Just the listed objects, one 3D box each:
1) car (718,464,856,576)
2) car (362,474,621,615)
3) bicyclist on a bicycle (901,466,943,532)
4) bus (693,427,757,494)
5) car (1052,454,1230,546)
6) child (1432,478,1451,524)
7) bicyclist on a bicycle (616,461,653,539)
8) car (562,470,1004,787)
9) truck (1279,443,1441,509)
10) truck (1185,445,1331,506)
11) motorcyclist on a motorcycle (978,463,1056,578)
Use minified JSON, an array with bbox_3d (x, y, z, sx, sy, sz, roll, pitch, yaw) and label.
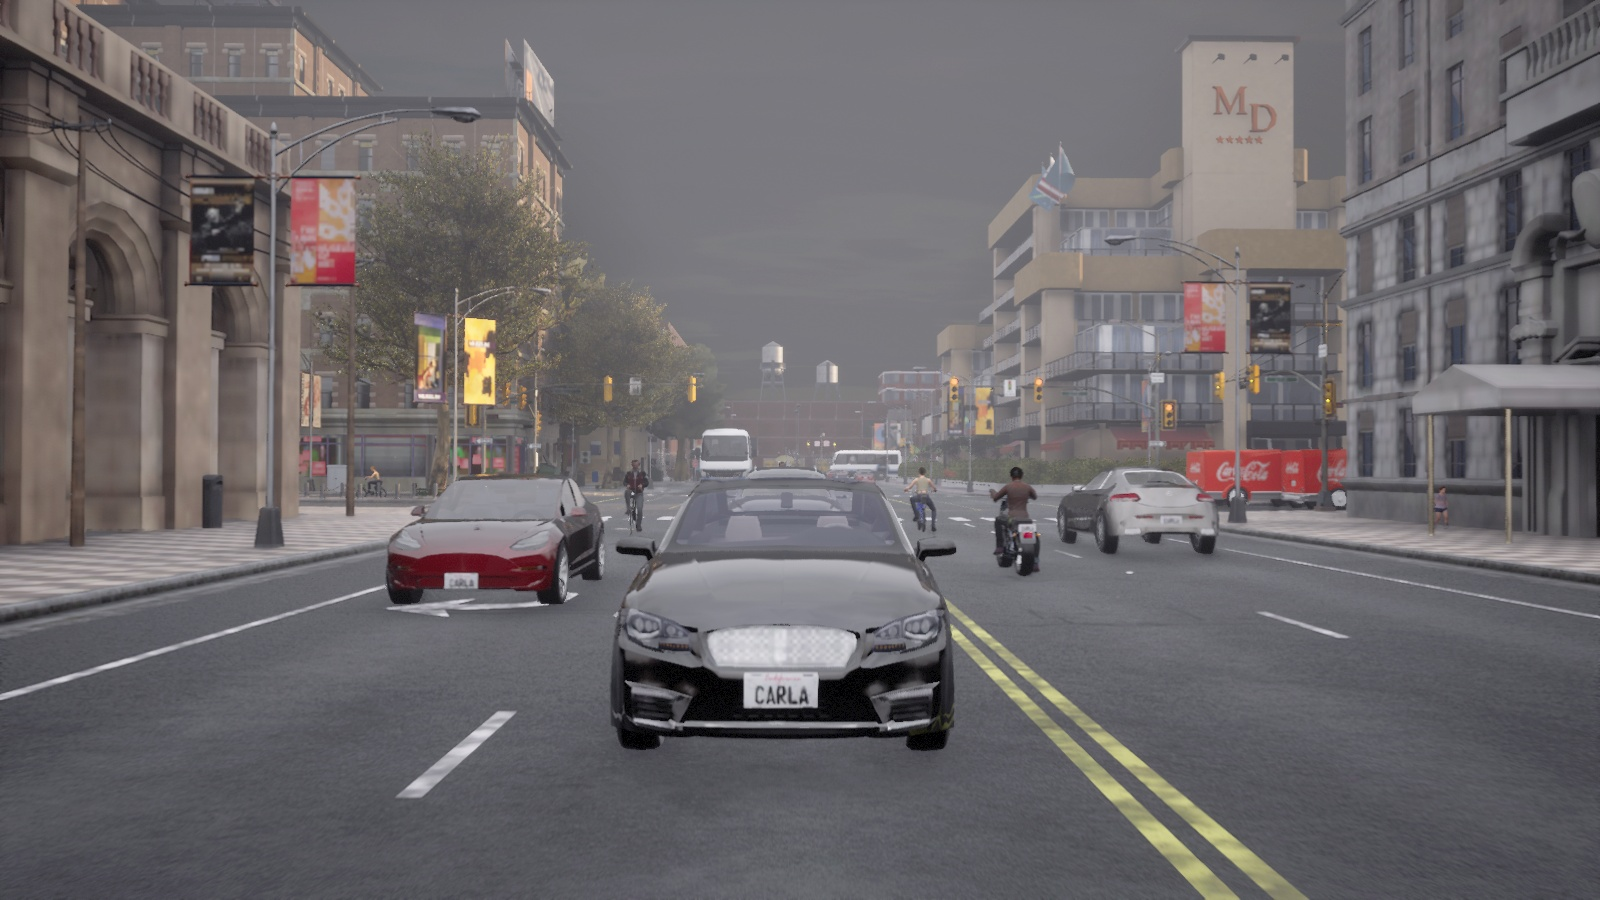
[{"bbox_3d":[-0.239,1.064,21.025,2.033,1.649,4.856,0,-1,-1],"label":"car"},{"bbox_3d":[-3.678,1.068,15.986,2.163,1.488,4.792,0,-1,-1],"label":"car"},{"bbox_3d":[3.068,1.219,31.721,0.866,1.612,1.509,0,-1,-1],"label":"bicyclist on a bicycle"},{"bbox_3d":[-4.960,0.754,85.311,3.944,4.253,10.273,0,-1,-1],"label":"bus"},{"bbox_3d":[6.692,0.946,25.290,2.152,1.651,5.027,0,-1,-1],"label":"car"},{"bbox_3d":[15.624,1.249,30.599,0.255,1.110,0.394,0,-1,2],"label":"child"},{"bbox_3d":[-3.889,1.146,29.589,0.659,1.776,1.843,0,0,-1],"label":"bicyclist on a bicycle"},{"bbox_3d":[-0.080,0.897,8.503,2.128,1.511,4.902,0,-1,0],"label":"car"},{"bbox_3d":[22.123,1.011,49.831,5.204,2.467,2.627,-1,-1,-1],"label":"truck"},{"bbox_3d":[19.366,1.074,53.291,5.204,2.467,2.627,-1,-1,-1],"label":"truck"},{"bbox_3d":[3.293,1.041,19.305,0.766,1.649,2.350,0,-1,-1],"label":"motorcyclist on a motorcycle"}]
